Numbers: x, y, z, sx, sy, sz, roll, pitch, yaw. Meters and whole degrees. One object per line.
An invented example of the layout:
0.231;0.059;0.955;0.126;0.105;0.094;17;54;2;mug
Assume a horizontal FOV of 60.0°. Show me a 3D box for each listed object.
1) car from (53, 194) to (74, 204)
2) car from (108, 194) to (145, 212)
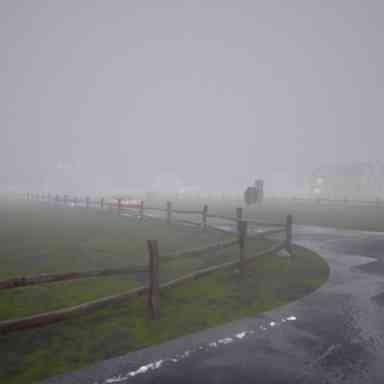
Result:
-19.173;1.000;49.562;2.033;1.411;5.357;1;0;-36;car
-6.321;1.039;31.910;2.097;1.767;4.553;1;0;-36;car
